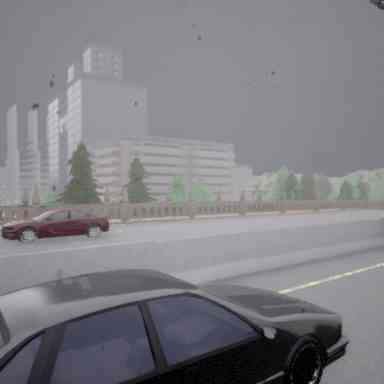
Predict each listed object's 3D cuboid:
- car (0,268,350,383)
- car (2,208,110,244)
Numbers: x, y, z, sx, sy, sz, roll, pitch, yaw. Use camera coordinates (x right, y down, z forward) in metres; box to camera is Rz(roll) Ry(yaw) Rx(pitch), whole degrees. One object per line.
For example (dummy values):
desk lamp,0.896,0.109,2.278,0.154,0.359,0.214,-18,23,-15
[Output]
car,-0.623,1.566,3.355,5.357,1.411,2.033,0,0,-36
car,-6.598,1.571,16.548,5.008,1.535,1.882,0,0,-36
